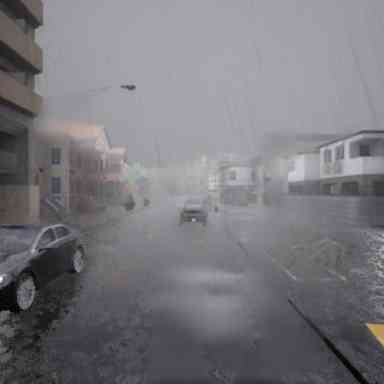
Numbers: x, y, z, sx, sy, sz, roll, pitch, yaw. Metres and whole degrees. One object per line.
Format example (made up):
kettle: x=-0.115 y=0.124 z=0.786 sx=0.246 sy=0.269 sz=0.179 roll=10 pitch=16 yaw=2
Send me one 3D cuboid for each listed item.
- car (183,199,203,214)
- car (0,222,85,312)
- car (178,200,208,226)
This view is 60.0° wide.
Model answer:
car: x=0.102 y=1.563 z=37.069 sx=2.033 sy=1.411 sz=5.357 roll=0 pitch=0 yaw=0
car: x=-4.010 y=1.496 z=7.759 sx=2.128 sy=1.511 sz=4.902 roll=0 pitch=0 yaw=0
car: x=0.103 y=1.515 z=23.560 sx=1.837 sy=1.490 sz=4.892 roll=0 pitch=0 yaw=0
